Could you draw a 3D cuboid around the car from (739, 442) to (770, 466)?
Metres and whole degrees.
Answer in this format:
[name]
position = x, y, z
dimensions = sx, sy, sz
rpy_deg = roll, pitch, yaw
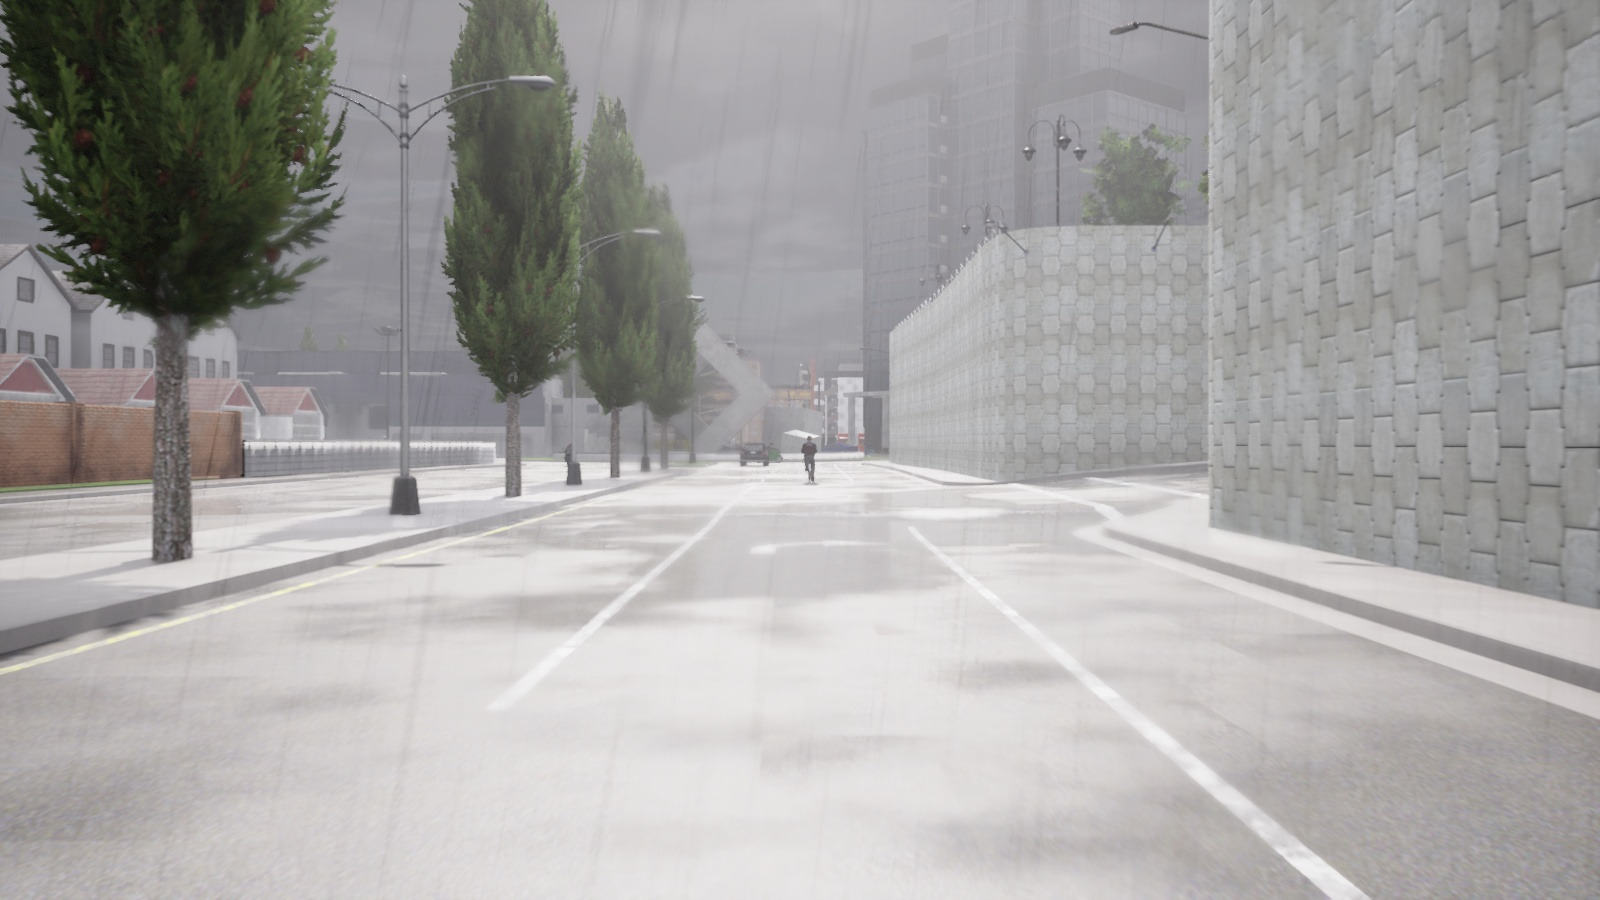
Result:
[car]
position = -2.927, 0.261, 81.551
dimensions = 1.789, 1.549, 3.705
rpy_deg = 0, 0, 2
